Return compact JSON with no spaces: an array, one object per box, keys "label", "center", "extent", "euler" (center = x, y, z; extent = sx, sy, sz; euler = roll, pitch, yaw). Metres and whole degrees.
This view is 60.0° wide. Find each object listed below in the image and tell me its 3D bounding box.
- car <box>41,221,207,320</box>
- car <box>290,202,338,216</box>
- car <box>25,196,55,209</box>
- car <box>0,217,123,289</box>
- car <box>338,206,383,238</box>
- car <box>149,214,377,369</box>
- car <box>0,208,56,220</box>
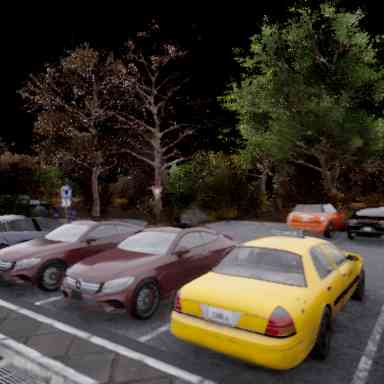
[{"label":"car","center":[-0.584,1.480,7.498],"extent":[2.002,1.452,4.674],"euler":[0,0,36]},{"label":"car","center":[6.695,1.313,17.715],"extent":[2.185,1.767,4.553],"euler":[0,0,36]},{"label":"car","center":[-16.600,1.517,34.716],"extent":[2.185,1.767,4.553],"euler":[0,0,35]},{"label":"car","center":[-2.881,1.485,9.143],"extent":[2.002,1.452,4.674],"euler":[0,0,36]},{"label":"car","center":[8.905,1.434,16.164],"extent":[2.097,1.535,5.008],"euler":[0,0,36]},{"label":"car","center":[1.819,1.432,6.000],"extent":[1.946,1.575,5.366],"euler":[0,0,36]},{"label":"car","center":[-5.163,1.480,10.812],"extent":[2.163,1.488,4.792],"euler":[0,0,36]}]
